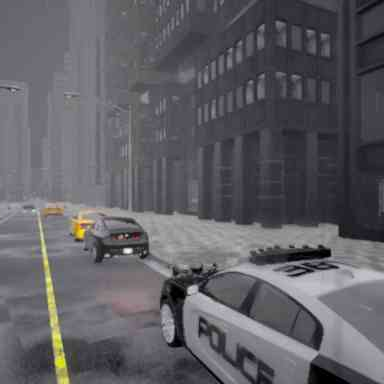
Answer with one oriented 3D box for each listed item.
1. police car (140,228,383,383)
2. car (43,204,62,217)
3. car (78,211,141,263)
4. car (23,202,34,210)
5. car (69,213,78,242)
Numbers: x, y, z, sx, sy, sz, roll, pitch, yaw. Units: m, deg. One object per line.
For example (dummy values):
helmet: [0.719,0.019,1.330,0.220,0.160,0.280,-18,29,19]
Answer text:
police car: [1.090,1.474,4.028,1.930,1.638,5.238,0,-1,-25]
car: [-16.635,2.162,39.758,1.882,1.535,5.008,0,-1,-25]
car: [-3.112,1.706,12.979,1.837,1.490,4.892,0,-1,-25]
car: [-30.813,2.606,62.814,1.882,1.535,5.008,0,-1,-25]
car: [-5.661,1.774,18.411,1.882,1.535,5.008,0,-1,-25]
